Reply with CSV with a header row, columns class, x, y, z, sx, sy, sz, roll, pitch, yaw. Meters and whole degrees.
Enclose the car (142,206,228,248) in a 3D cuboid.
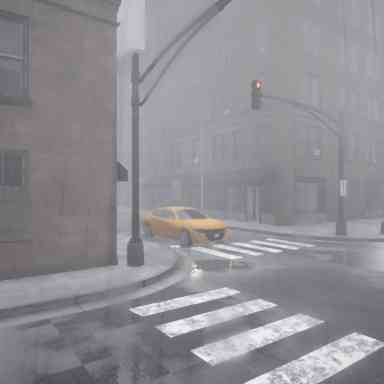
class,x,y,z,sx,sy,sz,roll,pitch,yaw
car,-0.482,1.408,14.922,1.882,1.535,5.008,0,0,-36
